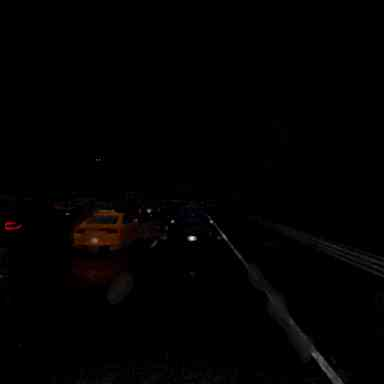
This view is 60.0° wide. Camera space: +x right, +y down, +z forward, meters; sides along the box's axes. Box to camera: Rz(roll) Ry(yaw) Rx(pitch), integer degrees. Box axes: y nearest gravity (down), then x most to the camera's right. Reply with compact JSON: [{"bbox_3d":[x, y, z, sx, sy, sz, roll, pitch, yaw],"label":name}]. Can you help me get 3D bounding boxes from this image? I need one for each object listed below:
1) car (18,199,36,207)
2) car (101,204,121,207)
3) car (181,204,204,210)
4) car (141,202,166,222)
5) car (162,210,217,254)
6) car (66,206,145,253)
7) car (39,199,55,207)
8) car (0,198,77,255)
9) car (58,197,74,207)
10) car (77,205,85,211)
[{"bbox_3d":[-31.600,2.080,63.879,1.882,1.535,5.008,0,-1,-12],"label":"car"},{"bbox_3d":[-6.979,1.769,29.279,2.128,1.511,4.902,0,0,0],"label":"car"},{"bbox_3d":[0.020,1.756,29.457,1.882,1.535,5.008,0,0,0],"label":"car"},{"bbox_3d":[-3.478,1.625,29.073,2.097,1.767,4.553,0,-1,0],"label":"car"},{"bbox_3d":[0.010,1.700,14.250,1.994,1.385,4.181,0,0,0],"label":"car"},{"bbox_3d":[-3.488,1.615,14.467,1.882,1.535,5.008,0,0,0],"label":"car"},{"bbox_3d":[-28.228,2.135,64.827,1.812,1.442,4.674,0,-1,-12],"label":"car"},{"bbox_3d":[-6.993,1.350,14.012,2.150,2.045,5.566,0,0,0],"label":"car"},{"bbox_3d":[-24.863,1.974,65.806,2.097,1.767,4.553,0,-1,-12],"label":"car"},{"bbox_3d":[-10.477,1.821,28.986,2.033,1.411,5.357,0,-1,0],"label":"car"}]
